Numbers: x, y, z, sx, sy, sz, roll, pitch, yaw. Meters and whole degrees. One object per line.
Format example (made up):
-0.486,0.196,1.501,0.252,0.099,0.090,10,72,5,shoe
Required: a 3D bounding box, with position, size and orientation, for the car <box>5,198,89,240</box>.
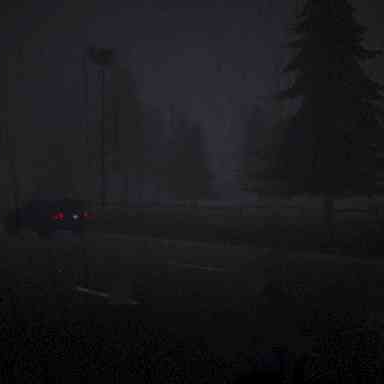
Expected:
-8.064,1.367,18.338,5.566,2.045,2.150,-1,0,35,car
